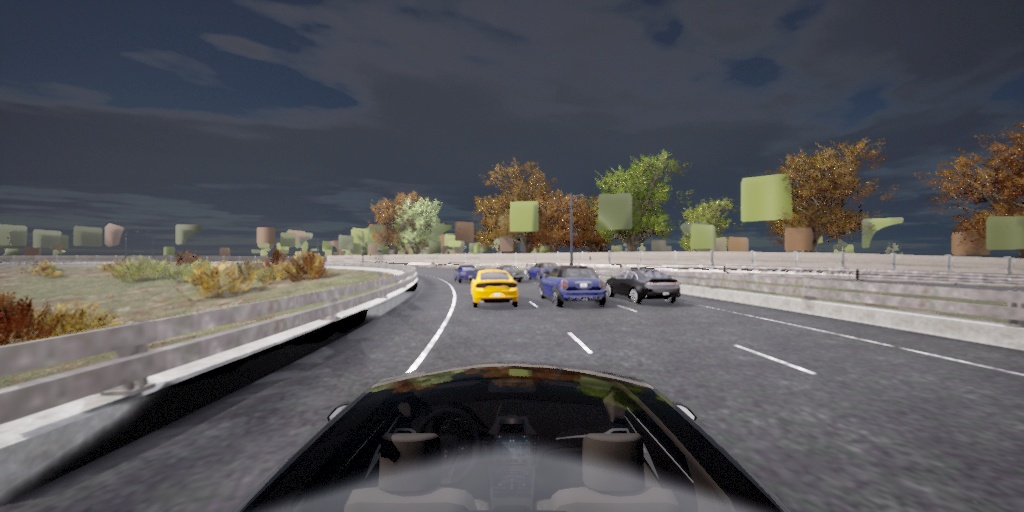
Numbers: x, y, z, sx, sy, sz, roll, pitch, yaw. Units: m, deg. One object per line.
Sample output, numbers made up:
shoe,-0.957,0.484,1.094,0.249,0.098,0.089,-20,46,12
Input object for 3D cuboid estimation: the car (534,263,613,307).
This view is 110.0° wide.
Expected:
car,2.618,1.237,16.590,2.097,1.767,4.553,0,-1,-7

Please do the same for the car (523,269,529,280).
car,-0.482,1.580,31.922,2.033,1.411,5.357,0,-1,-16

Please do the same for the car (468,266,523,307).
car,-0.911,1.367,16.539,1.882,1.535,5.008,0,0,-8

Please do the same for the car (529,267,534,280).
car,2.864,1.389,32.944,2.097,1.767,4.553,0,-1,-16

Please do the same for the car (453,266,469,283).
car,-3.965,1.556,31.358,1.812,1.442,4.674,0,0,-16

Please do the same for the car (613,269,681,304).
car,6.059,1.382,17.245,2.128,1.511,4.902,0,0,-8
